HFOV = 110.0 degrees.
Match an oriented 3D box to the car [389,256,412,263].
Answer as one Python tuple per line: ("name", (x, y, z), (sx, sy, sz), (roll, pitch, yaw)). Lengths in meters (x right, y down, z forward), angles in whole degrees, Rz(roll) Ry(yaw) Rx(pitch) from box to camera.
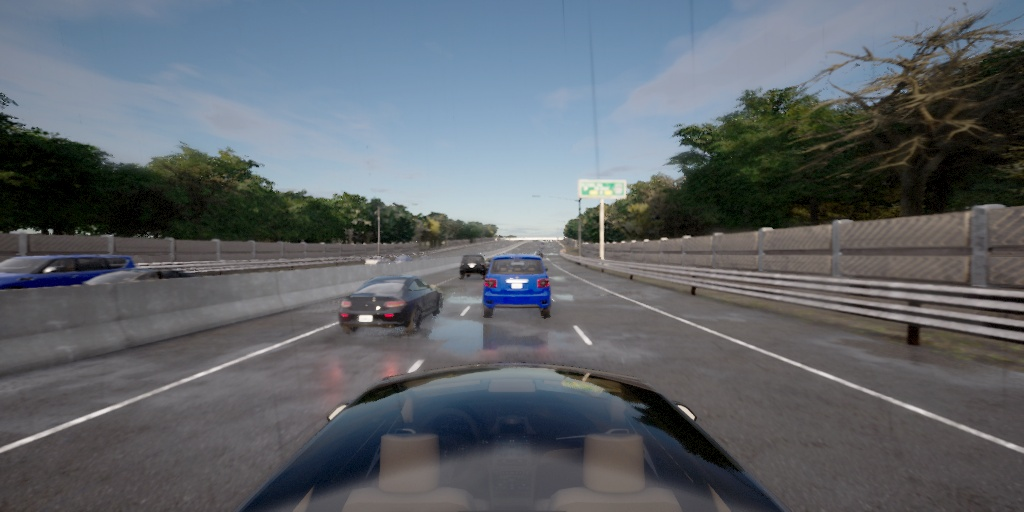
("car", (-16.351, 0.710, 54.004), (1.812, 1.442, 4.674), (0, 1, 3))

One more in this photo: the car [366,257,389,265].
("car", (-19.880, 0.804, 53.202), (1.895, 1.301, 4.718), (0, 1, 3))

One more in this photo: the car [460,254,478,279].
("car", (-3.013, 0.842, 30.255), (2.150, 2.045, 5.566), (0, 1, 1))

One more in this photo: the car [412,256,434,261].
("car", (-12.879, 0.704, 53.401), (1.837, 1.490, 4.892), (0, 1, 3))

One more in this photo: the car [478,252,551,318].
("car", (0.178, 0.965, 13.180), (2.150, 2.045, 5.566), (0, 0, 1))

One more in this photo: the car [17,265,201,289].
("car", (-14.017, 1.242, 13.331), (1.837, 1.490, 4.892), (0, 0, 1))

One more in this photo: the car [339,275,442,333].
("car", (-3.345, 1.273, 10.562), (1.812, 1.442, 4.674), (0, 0, 0))

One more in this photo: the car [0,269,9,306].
("car", (-21.031, 1.262, 11.998), (1.812, 1.442, 4.674), (0, 0, 1))

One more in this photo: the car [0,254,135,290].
("car", (-17.518, 0.956, 13.598), (2.150, 2.045, 5.566), (0, 0, 1))
